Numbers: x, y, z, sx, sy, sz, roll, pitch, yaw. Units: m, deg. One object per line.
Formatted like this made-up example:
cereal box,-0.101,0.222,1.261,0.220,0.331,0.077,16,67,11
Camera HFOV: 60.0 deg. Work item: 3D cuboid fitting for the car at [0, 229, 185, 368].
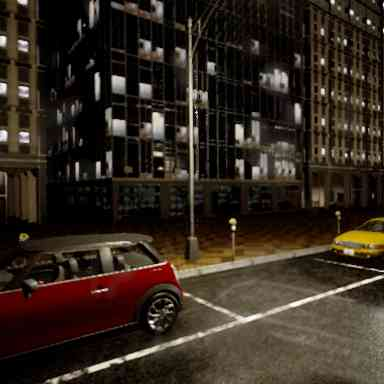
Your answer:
car,-2.204,1.434,4.999,4.097,1.590,1.967,0,0,-36

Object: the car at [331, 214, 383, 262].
car,6.650,1.455,11.330,4.829,1.417,1.752,0,0,-36
